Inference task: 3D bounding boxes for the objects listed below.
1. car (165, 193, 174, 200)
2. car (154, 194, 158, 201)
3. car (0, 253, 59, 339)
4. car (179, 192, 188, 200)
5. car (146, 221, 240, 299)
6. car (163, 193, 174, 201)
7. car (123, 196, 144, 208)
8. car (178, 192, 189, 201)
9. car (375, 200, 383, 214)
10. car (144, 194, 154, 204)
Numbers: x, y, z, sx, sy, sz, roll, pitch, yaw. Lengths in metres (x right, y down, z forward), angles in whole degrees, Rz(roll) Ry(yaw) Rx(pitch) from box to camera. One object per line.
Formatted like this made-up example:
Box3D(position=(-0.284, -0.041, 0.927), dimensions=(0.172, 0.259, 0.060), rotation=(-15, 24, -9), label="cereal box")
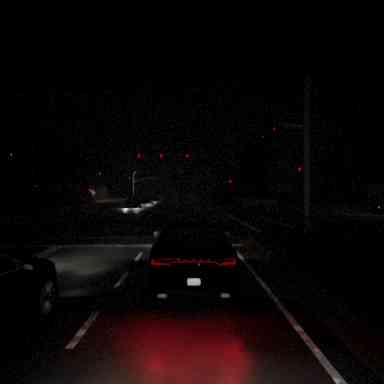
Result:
Box3D(position=(-5.705, 1.093, 85.227), dimensions=(2.097, 1.767, 4.553), rotation=(0, 0, -1), label="car")
Box3D(position=(-9.007, 1.238, 77.525), dimensions=(2.128, 1.511, 4.902), rotation=(0, 0, -1), label="car")
Box3D(position=(-3.468, 1.482, 4.468), dimensions=(2.128, 1.511, 4.902), rotation=(0, 0, 0), label="car")
Box3D(position=(-2.208, 0.963, 85.376), dimensions=(2.150, 2.045, 5.566), rotation=(0, 0, -1), label="car")
Box3D(position=(0.000, 1.460, 8.460), dimensions=(1.882, 1.535, 5.008), rotation=(0, 0, -1), label="car")
Box3D(position=(-5.430, 1.378, 74.623), dimensions=(2.033, 1.411, 5.357), rotation=(0, 0, -1), label="car")
Box3D(position=(-8.285, 1.430, 46.495), dimensions=(1.812, 1.442, 4.674), rotation=(0, 1, -1), label="car")
Box3D(position=(-1.933, 1.065, 74.773), dimensions=(2.150, 2.045, 5.566), rotation=(0, 0, -1), label="car")
Box3D(position=(21.127, 1.153, 32.728), dimensions=(5.566, 2.045, 2.150), rotation=(0, 0, -2), label="car")
Box3D(position=(-8.643, 1.474, 61.332), dimensions=(1.895, 1.301, 4.718), rotation=(0, 0, -1), label="car")
